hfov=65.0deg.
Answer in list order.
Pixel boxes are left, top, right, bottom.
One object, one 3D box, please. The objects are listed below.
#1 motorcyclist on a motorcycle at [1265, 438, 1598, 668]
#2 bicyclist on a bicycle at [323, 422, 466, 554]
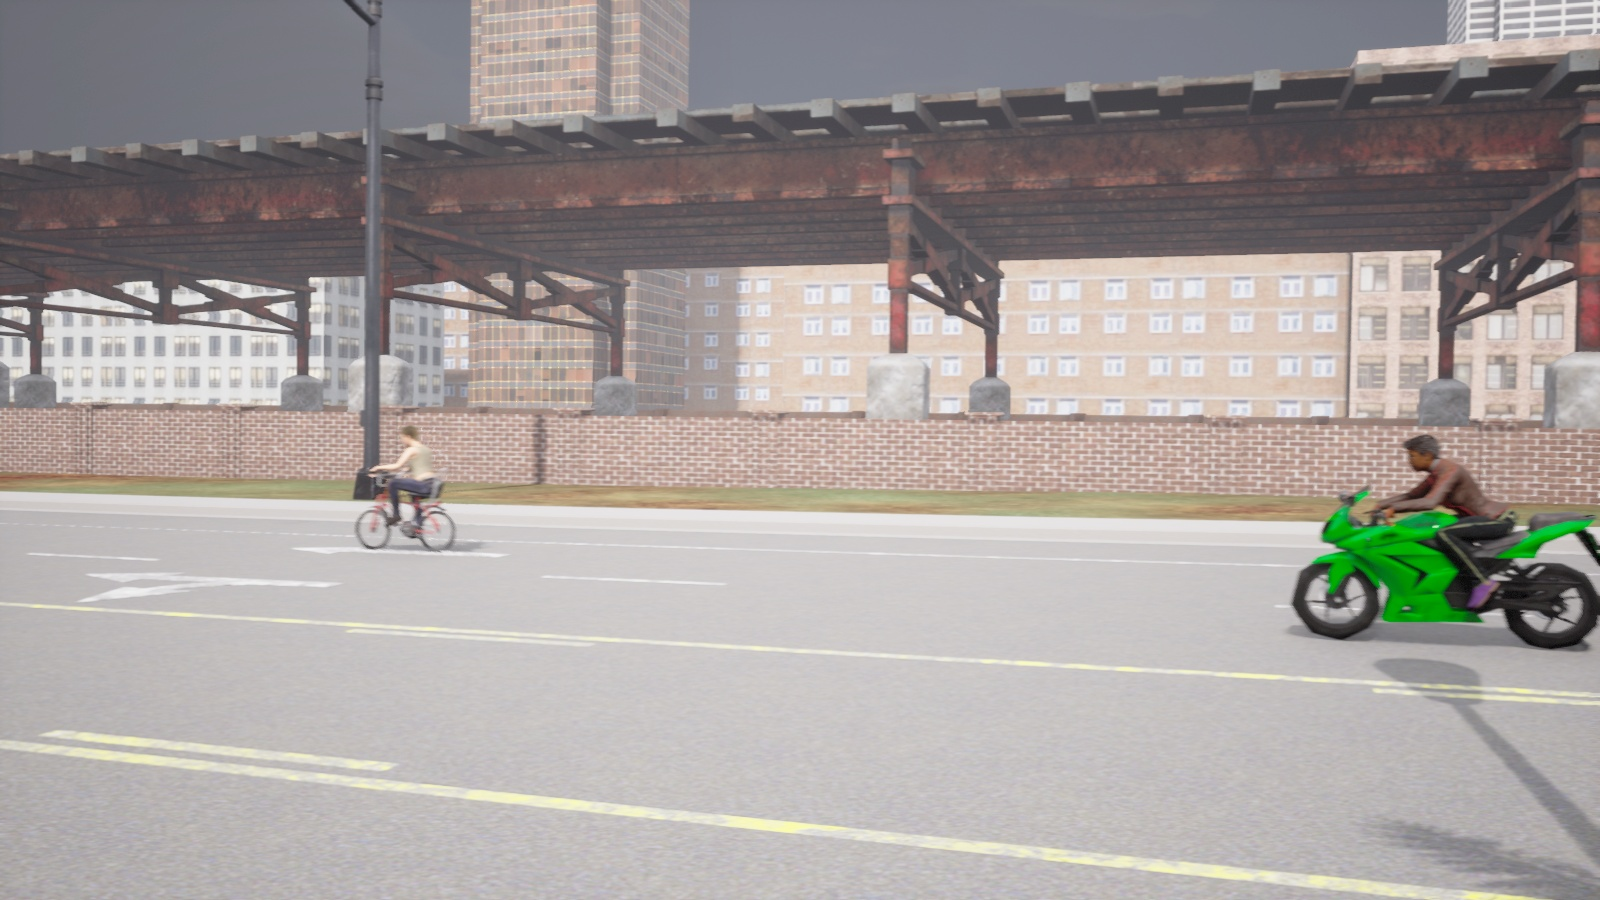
[{"bbox_3d":[4.464,0.680,9.073,2.044,1.523,0.797,1,1,19],"label":"motorcyclist on a motorcycle"},{"bbox_3d":[-5.164,0.452,16.006,1.509,1.612,0.866,1,1,19],"label":"bicyclist on a bicycle"}]
